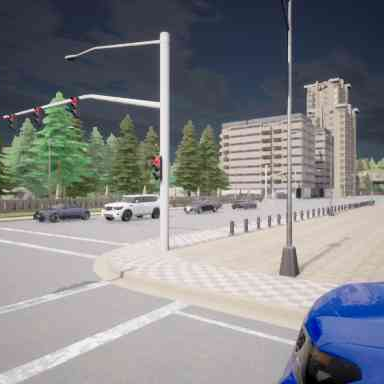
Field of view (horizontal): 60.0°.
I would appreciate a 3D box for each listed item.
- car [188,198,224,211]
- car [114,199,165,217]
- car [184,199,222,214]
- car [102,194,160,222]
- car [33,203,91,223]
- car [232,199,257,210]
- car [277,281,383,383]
[{"bbox_3d":[1.843,1.554,42.427,2.033,1.411,5.357,0,0,36],"label":"car"},{"bbox_3d":[-5.043,1.498,32.780,2.128,1.511,4.902,0,0,35],"label":"car"},{"bbox_3d":[1.051,1.497,35.293,2.128,1.511,4.902,0,0,36],"label":"car"},{"bbox_3d":[-4.714,1.227,27.215,2.150,2.045,5.566,0,0,35],"label":"car"},{"bbox_3d":[-10.008,1.570,25.821,1.994,1.385,4.181,0,0,36],"label":"car"},{"bbox_3d":[6.878,1.569,43.435,1.994,1.385,4.181,0,0,36],"label":"car"},{"bbox_3d":[3.284,1.221,1.623,5.566,2.045,2.150,0,0,36],"label":"car"}]
